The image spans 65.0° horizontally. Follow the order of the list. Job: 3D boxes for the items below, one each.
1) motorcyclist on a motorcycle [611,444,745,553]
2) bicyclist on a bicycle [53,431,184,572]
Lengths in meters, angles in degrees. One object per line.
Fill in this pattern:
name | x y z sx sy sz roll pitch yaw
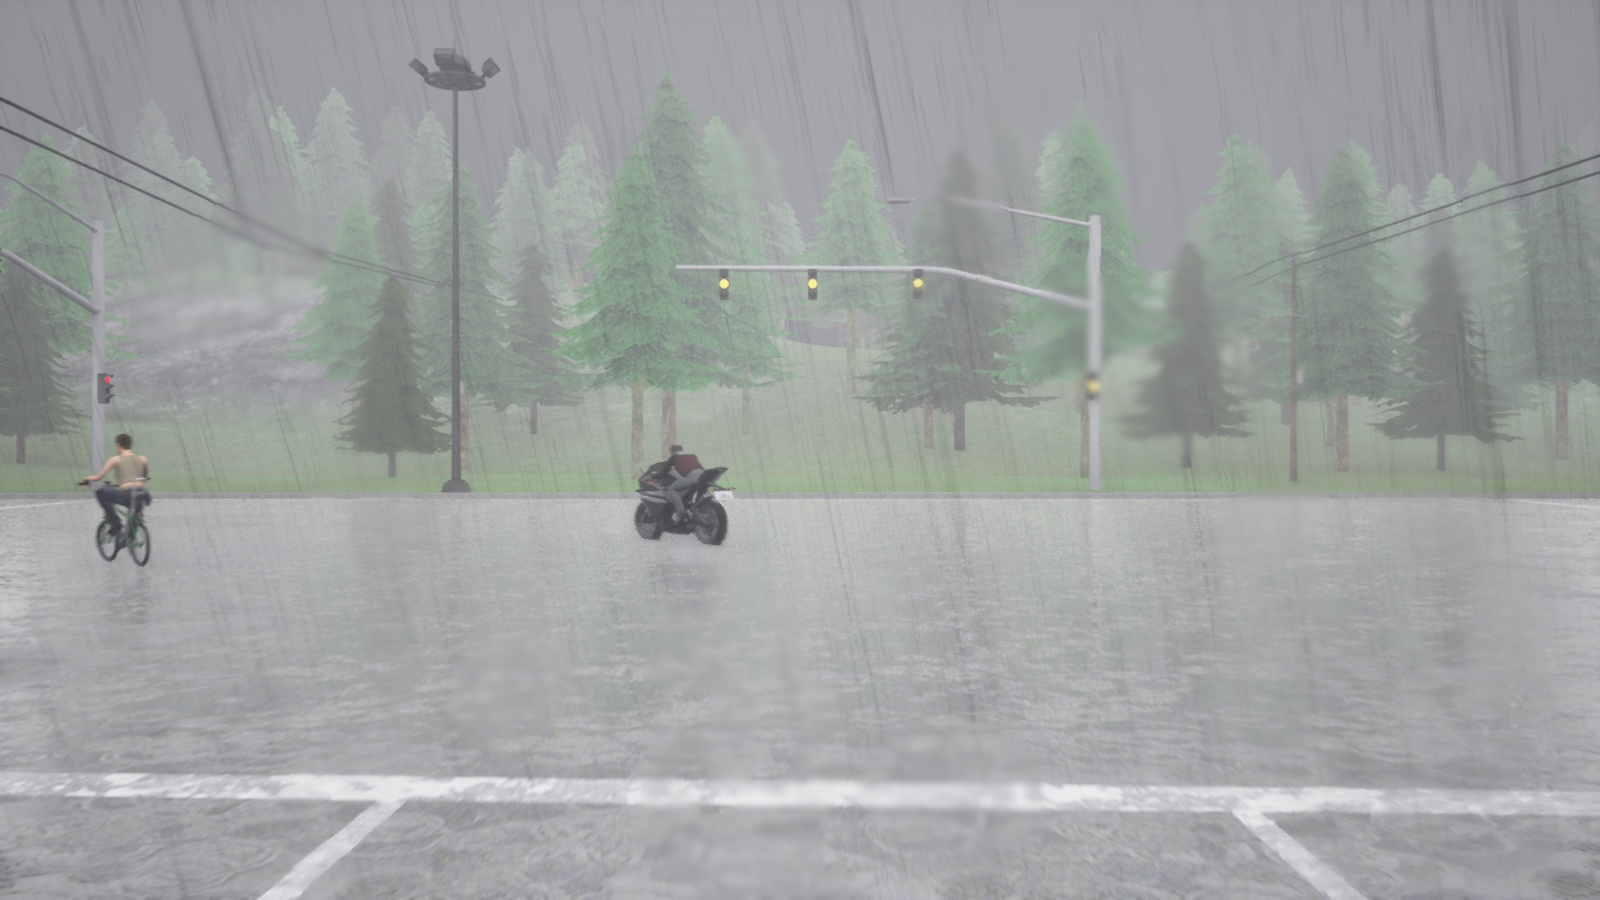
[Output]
motorcyclist on a motorcycle | -1.852 0.674 18.798 0.866 1.530 2.191 -1 1 -42
bicyclist on a bicycle | -8.350 0.590 15.370 1.509 1.612 0.866 0 2 40
